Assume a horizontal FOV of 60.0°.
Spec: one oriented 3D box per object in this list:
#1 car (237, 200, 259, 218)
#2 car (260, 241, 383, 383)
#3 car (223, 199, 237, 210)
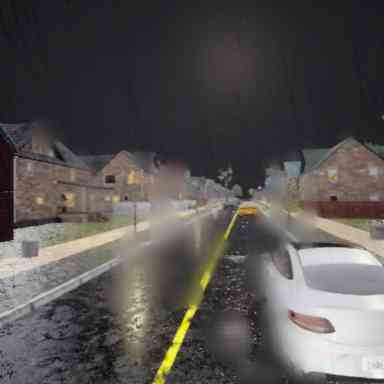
[{"bbox_3d":[5.769,1.764,33.720,1.882,1.535,5.008,-1,-1,9],"label":"car"},{"bbox_3d":[2.183,1.543,5.542,1.812,1.442,4.674,-1,-1,9],"label":"car"},{"bbox_3d":[5.849,2.136,52.174,1.895,1.301,4.718,-1,-1,9],"label":"car"}]
